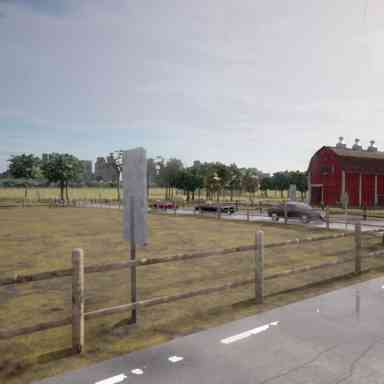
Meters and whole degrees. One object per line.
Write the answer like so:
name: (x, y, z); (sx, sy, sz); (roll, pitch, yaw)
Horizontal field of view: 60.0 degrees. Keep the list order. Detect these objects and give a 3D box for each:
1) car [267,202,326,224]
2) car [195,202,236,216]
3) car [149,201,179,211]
car: (8.167, 1.575, 26.166); (1.837, 1.490, 4.892); (-1, 0, -35)
car: (2.357, 1.698, 34.386); (1.895, 1.301, 4.718); (-1, 0, -35)
car: (-3.617, 1.762, 42.847); (1.895, 1.301, 4.718); (-1, 0, -35)
